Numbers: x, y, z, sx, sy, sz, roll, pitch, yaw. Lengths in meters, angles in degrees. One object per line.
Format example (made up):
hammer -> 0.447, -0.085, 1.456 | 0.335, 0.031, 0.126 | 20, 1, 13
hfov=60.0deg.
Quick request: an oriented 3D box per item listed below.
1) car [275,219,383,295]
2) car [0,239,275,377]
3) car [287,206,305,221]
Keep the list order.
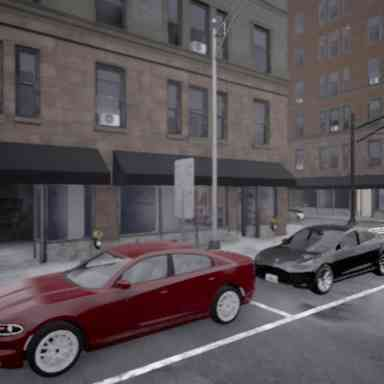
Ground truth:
car -> 3.565, 1.558, 8.731 | 4.313, 1.339, 1.947 | 0, 0, -35
car -> -0.921, 1.543, 5.531 | 4.507, 1.381, 1.887 | 0, 0, -35
car -> 6.258, 1.541, 25.390 | 2.128, 1.511, 4.902 | 0, 0, -37
